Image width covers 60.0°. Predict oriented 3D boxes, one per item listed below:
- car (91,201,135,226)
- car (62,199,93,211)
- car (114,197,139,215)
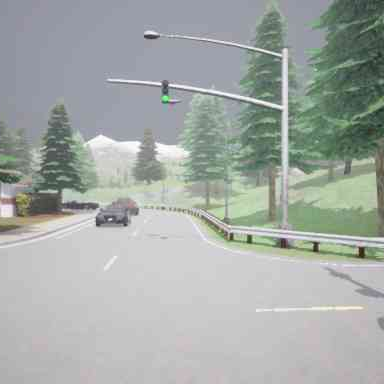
[{"bbox_3d":[-5.268,1.525,22.681,1.994,1.385,4.181,0,0,-5],"label":"car"},{"bbox_3d":[-13.566,1.539,39.806,4.718,1.301,1.895,0,0,11],"label":"car"},{"bbox_3d":[-6.603,1.298,32.415,2.097,1.767,4.553,0,0,-22],"label":"car"}]
